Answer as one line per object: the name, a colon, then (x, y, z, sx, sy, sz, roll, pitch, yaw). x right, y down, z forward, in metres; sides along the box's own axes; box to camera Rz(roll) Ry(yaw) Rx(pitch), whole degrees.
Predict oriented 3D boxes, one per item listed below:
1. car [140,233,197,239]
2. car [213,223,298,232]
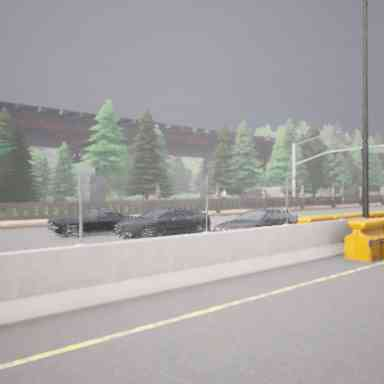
car: (-1.313, 1.477, 16.002, 4.892, 1.490, 1.837, 0, 0, -36)
car: (3.085, 1.483, 14.849, 4.674, 1.442, 1.812, 0, 0, -36)
